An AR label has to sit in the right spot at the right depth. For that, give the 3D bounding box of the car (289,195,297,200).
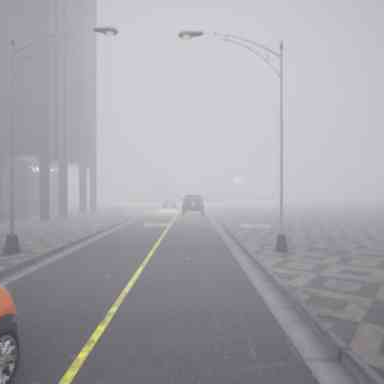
[{"bbox_3d":[28.134,1.289,88.501,4.507,1.381,1.887,-1,1,0],"label":"car"}]

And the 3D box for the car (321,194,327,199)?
[{"bbox_3d":[33.593,1.224,88.502,4.403,1.369,2.008,-1,1,0],"label":"car"}]

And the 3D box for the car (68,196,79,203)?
[{"bbox_3d":[-32.086,1.938,88.400,5.009,1.841,2.192,-1,1,0],"label":"car"}]

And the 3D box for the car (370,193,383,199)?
[{"bbox_3d":[44.504,1.064,79.977,4.403,1.369,2.008,-1,0,0],"label":"car"}]

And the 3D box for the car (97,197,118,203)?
[{"bbox_3d":[-20.802,1.969,79.880,4.403,1.369,2.008,-1,1,0],"label":"car"}]

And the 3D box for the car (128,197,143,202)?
[{"bbox_3d":[-15.151,1.922,88.404,4.313,1.339,1.947,-1,1,0],"label":"car"}]

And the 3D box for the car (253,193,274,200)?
[{"bbox_3d":[17.202,1.179,79.974,5.009,1.841,2.192,-1,1,0],"label":"car"}]

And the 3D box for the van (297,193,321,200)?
[{"bbox_3d":[28.122,1.060,79.975,3.998,1.788,1.690,-1,1,0],"label":"van"}]

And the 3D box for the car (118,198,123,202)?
[{"bbox_3d":[-20.964,1.971,88.404,4.829,1.417,1.752,-1,1,0],"label":"car"}]

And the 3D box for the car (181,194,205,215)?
[{"bbox_3d":[0.096,1.245,34.088,2.150,2.045,5.566,0,0,0],"label":"car"}]

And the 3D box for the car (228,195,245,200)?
[{"bbox_3d":[11.757,1.516,88.501,4.403,1.369,2.008,-1,1,0],"label":"car"}]

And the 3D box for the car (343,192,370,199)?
[{"bbox_3d":[39.042,0.896,79.975,5.009,1.841,2.192,-1,1,0],"label":"car"}]

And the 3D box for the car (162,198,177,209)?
[{"bbox_3d":[-3.071,1.541,46.399,2.128,1.511,4.902,0,0,0],"label":"car"}]

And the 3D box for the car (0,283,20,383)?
[{"bbox_3d":[-3.099,1.353,2.050,2.097,1.767,4.553,0,0,0],"label":"car"}]
